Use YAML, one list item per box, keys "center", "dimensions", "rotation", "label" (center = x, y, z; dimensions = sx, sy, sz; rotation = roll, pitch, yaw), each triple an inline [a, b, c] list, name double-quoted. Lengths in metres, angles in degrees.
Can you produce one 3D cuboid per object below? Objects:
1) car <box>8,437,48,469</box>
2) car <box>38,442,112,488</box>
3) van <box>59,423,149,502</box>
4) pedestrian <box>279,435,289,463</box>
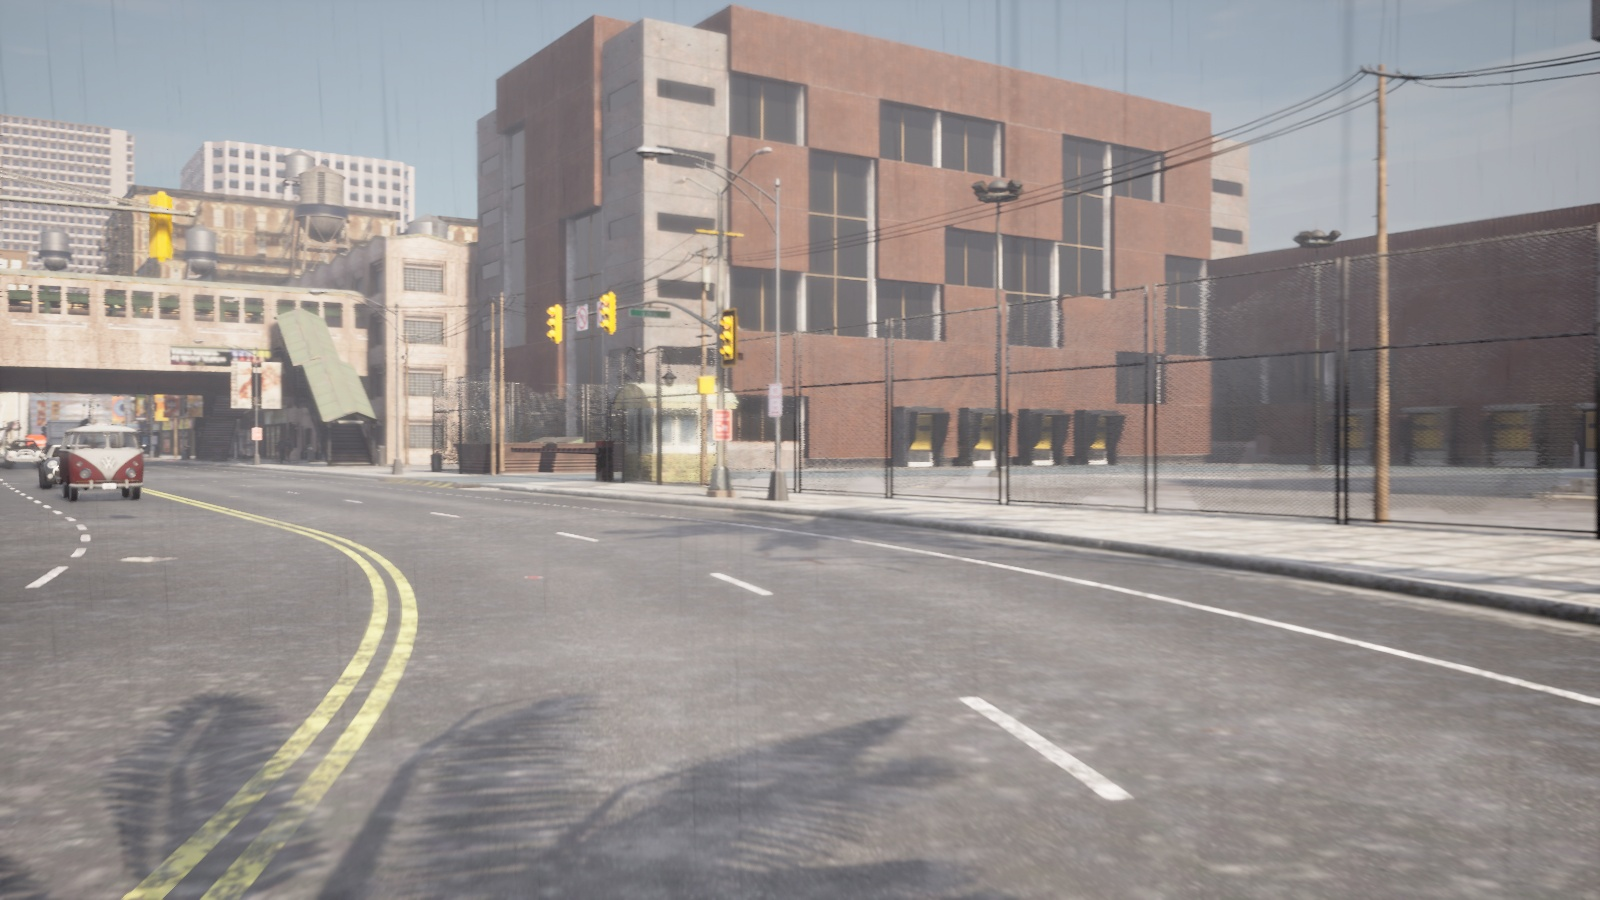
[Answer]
- center: [-46.785, 0.143, 76.064]
  dimensions: [1.932, 1.855, 4.605]
  rotation: [0, 0, -33]
  label: "car"
- center: [-24.835, 0.474, 42.973]
  dimensions: [1.970, 1.475, 3.806]
  rotation: [0, 0, -34]
  label: "car"
- center: [-18.898, 0.311, 34.027]
  dimensions: [1.775, 1.987, 4.442]
  rotation: [0, 0, -34]
  label: "van"
- center: [-33.805, -0.054, 82.276]
  dimensions: [0.540, 1.848, 0.694]
  rotation: [0, 0, -27]
  label: "pedestrian"
